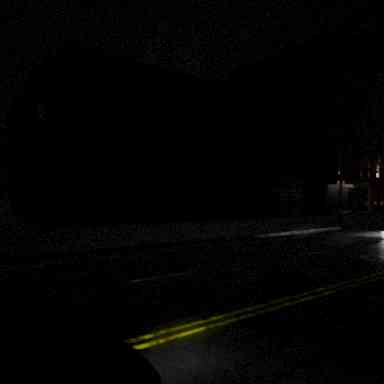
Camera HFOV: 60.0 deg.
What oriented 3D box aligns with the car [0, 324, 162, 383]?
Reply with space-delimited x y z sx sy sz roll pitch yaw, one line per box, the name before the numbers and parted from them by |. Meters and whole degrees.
car | -2.414 1.494 1.718 4.892 1.490 1.837 1 0 -36
